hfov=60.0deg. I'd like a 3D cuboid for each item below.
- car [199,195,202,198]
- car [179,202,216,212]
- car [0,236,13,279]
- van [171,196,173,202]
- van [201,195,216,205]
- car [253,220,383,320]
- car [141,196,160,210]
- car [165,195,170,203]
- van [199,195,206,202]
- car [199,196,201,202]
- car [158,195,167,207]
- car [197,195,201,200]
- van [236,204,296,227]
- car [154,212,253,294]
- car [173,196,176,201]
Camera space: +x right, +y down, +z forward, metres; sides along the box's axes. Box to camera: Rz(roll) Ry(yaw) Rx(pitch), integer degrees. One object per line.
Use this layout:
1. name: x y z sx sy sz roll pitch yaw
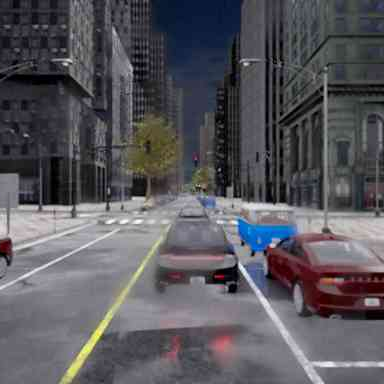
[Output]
1. car: 2.689 1.757 61.683 1.887 1.381 4.507 0 0 0
2. car: 0.063 1.548 18.271 2.128 1.511 4.902 0 0 1
3. car: -5.785 1.566 7.355 1.887 1.381 4.507 0 0 0
4. van: -5.854 1.617 77.185 1.690 1.788 3.998 0 0 0
5. van: 2.704 1.511 50.857 1.690 1.788 3.998 0 0 0
6. car: 2.770 1.567 7.347 1.887 1.381 4.507 0 0 0
7. car: -5.821 1.675 45.278 1.752 1.417 4.829 0 0 0
8. car: -5.834 1.525 61.318 2.192 1.841 5.009 0 0 0
9. van: 2.664 1.644 83.336 1.690 1.788 3.998 0 0 0
10. car: 2.696 1.757 56.269 1.947 1.339 4.313 0 0 0
11. car: -5.829 1.734 56.028 1.887 1.381 4.507 0 0 0
12. car: 2.676 1.807 72.509 2.008 1.369 4.403 0 0 0
13. van: 2.764 1.380 12.873 1.690 1.788 3.998 0 0 0
14. car: 0.090 1.517 8.886 2.128 1.511 4.902 0 0 0
15. car: -5.868 1.887 87.761 1.947 1.339 4.313 0 0 0
